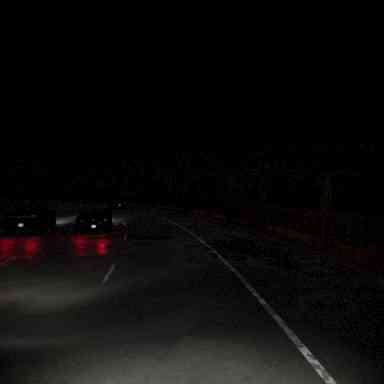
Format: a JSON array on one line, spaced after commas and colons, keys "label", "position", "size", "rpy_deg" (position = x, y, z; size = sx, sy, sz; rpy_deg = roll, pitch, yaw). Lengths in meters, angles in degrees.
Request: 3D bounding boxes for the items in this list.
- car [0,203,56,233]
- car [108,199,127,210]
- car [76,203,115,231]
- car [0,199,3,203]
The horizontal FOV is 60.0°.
[{"label": "car", "position": [-9.339, 1.492, 19.580], "size": [2.128, 1.511, 4.902], "rpy_deg": [0, 0, -12]}, {"label": "car", "position": [-9.685, 1.563, 42.661], "size": [1.994, 1.385, 4.181], "rpy_deg": [0, 0, -24]}, {"label": "car", "position": [-5.938, 1.601, 20.603], "size": [1.895, 1.301, 4.718], "rpy_deg": [0, 0, -12]}, {"label": "car", "position": [-26.161, 1.477, 43.993], "size": [1.882, 1.535, 5.008], "rpy_deg": [0, 0, -30]}]
